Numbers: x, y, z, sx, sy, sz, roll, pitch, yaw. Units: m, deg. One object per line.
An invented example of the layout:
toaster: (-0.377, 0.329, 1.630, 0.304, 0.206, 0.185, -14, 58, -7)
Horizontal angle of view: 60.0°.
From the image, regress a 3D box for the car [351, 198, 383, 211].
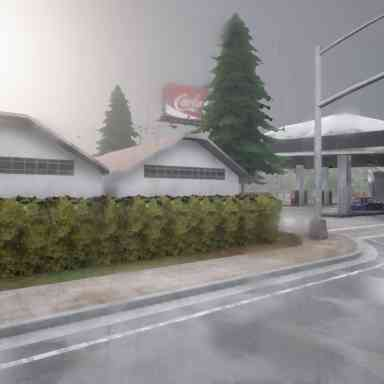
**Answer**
car: (20.761, 1.480, 39.315, 4.611, 1.667, 2.242, 0, 0, -36)

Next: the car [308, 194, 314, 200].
car: (31.778, 1.330, 88.820, 2.152, 1.636, 5.027, 0, 0, -36)
